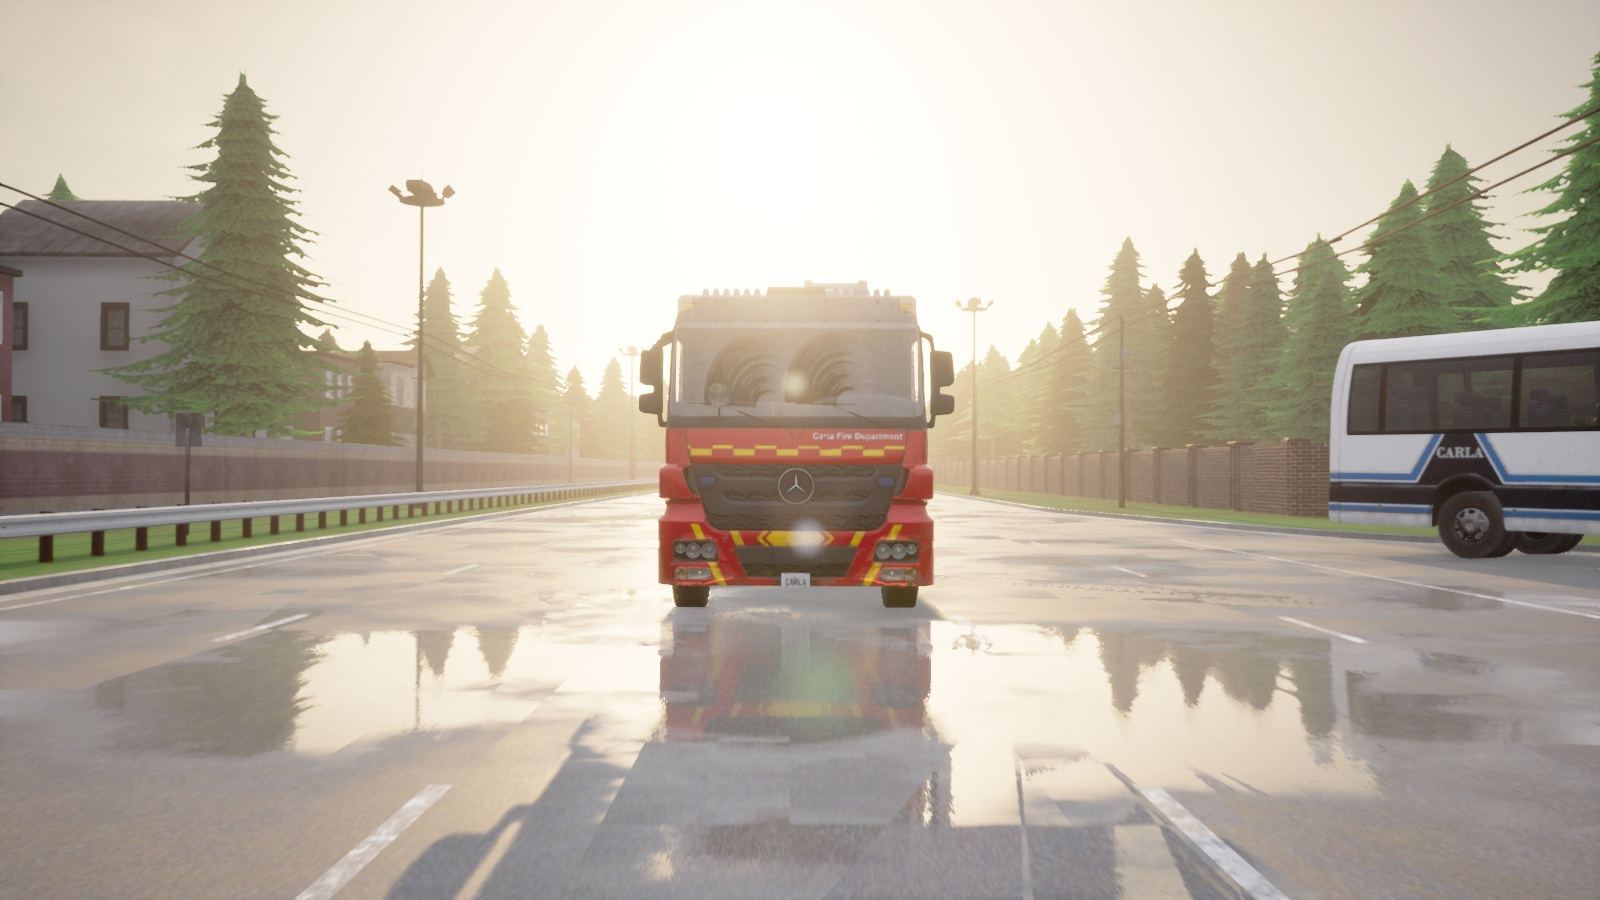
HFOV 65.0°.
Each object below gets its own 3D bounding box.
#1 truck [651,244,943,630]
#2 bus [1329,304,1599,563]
[{"bbox_3d":[-0.045,-0.070,16.741,2.891,3.827,8.468,0,-1,0],"label":"truck"},{"bbox_3d":[14.883,-0.262,21.476,3.944,4.253,10.273,0,-1,-33],"label":"bus"}]
